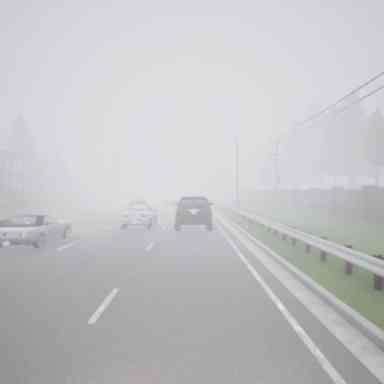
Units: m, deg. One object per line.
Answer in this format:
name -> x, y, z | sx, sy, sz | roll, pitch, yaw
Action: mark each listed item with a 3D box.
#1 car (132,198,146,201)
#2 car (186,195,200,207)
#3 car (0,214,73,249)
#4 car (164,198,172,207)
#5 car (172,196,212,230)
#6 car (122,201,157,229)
car -> -6.886, 1.542, 43.183 | 1.882, 1.535, 5.008 | 0, 0, 0
car -> 0.120, 1.430, 53.772 | 2.097, 1.767, 4.553 | 0, 0, 0
car -> -6.895, 1.623, 14.578 | 1.895, 1.301, 4.718 | 0, 0, 0
car -> -3.381, 1.679, 53.537 | 1.895, 1.301, 4.718 | 0, 0, 0
car -> 0.106, 1.253, 21.292 | 2.150, 2.045, 5.566 | 0, 0, 0
car -> -3.391, 1.558, 21.885 | 1.812, 1.442, 4.674 | 0, 0, 0
